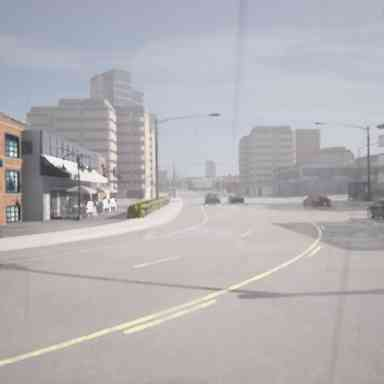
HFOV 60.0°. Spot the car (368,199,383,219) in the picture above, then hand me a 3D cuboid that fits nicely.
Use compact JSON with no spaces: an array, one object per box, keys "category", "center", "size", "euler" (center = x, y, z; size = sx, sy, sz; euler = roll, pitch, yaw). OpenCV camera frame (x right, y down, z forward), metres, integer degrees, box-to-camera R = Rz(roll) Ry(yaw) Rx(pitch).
[{"category":"car","center":[13.145,1.116,21.585],"size":[1.837,1.490,4.892],"euler":[0,0,6]}]

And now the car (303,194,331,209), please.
[{"category":"car","center":[13.575,0.998,36.244],"size":[1.812,1.442,4.674],"euler":[-1,0,1]}]

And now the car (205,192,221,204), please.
[{"category":"car","center":[3.009,0.864,48.920],"size":[2.097,1.767,4.553],"euler":[-1,1,-1]}]

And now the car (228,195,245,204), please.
[{"category":"car","center":[6.514,1.062,48.939],"size":[1.895,1.301,4.718],"euler":[-1,0,-1]}]
